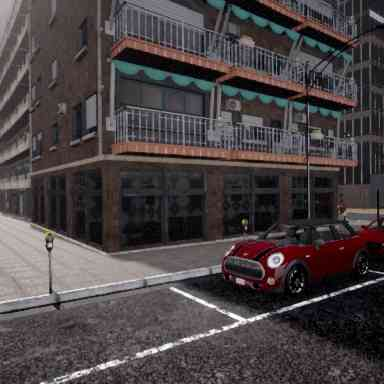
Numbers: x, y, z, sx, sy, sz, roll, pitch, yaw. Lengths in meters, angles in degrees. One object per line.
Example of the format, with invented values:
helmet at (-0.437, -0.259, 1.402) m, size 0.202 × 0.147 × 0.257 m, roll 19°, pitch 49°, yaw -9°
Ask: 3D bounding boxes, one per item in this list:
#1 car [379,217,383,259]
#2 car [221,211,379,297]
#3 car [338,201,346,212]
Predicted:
car at (7.180, 1.543, 11.676) m, size 4.507 × 1.381 × 1.887 m, roll 0°, pitch -1°, yaw -35°
car at (2.679, 1.439, 8.474) m, size 4.097 × 1.590 × 1.967 m, roll 0°, pitch -1°, yaw -35°
car at (16.460, 1.746, 40.560) m, size 1.967 × 1.590 × 4.097 m, roll -2°, pitch 0°, yaw -36°
